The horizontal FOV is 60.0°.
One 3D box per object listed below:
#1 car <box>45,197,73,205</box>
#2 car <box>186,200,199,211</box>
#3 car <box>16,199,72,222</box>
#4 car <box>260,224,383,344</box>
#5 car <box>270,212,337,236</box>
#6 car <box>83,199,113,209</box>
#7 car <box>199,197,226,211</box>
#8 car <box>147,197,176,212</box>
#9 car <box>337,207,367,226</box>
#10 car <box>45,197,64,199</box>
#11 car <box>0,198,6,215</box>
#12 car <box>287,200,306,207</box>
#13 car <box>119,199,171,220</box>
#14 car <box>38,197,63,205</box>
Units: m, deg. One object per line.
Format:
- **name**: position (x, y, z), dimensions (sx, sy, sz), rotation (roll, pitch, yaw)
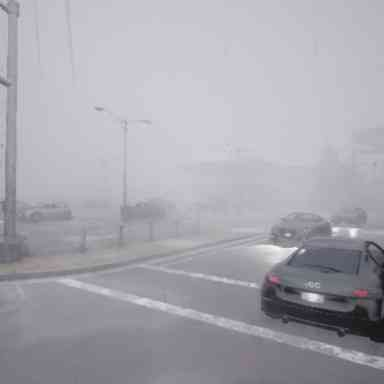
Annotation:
- **car**: position (-27.101, 1.819, 68.010), dimensions (2.152, 1.636, 5.027), rotation (0, -1, 35)
- **car**: position (0.820, 1.942, 48.162), dimensions (1.970, 1.475, 3.806), rotation (0, -1, 35)
- **car**: position (-11.304, 1.485, 25.445), dimensions (1.970, 1.475, 3.806), rotation (0, -1, 35)
- **car**: position (2.984, 1.592, 6.649), dimensions (1.994, 1.385, 4.181), rotation (0, -1, 36)
- **car**: position (5.330, 1.702, 16.096), dimensions (1.994, 1.385, 4.181), rotation (0, -1, 36)
- **car**: position (-13.800, 1.743, 49.048), dimensions (2.007, 1.523, 4.514), rotation (0, -1, 35)
- **car**: position (3.175, 1.658, 45.737), dimensions (1.905, 1.878, 3.866), rotation (0, -1, 35)
- **car**: position (-4.069, 1.566, 41.239), dimensions (1.932, 1.855, 4.605), rotation (0, -1, 35)
- **car**: position (12.228, 1.842, 25.707), dimensions (2.033, 1.411, 5.357), rotation (0, -1, 36)
- **car**: position (-21.911, 1.739, 54.884), dimensions (1.845, 1.501, 3.633), rotation (0, -1, 35)
- **car**: position (-16.716, 1.385, 28.908), dimensions (2.152, 1.636, 5.027), rotation (0, -1, 35)
- **car**: position (23.354, 2.512, 73.097), dimensions (4.611, 1.667, 2.242), rotation (0, -1, 35)
- **car**: position (-4.230, 1.653, 29.057), dimensions (2.007, 1.523, 4.514), rotation (0, -1, 35)
- **car**: position (-29.686, 1.820, 69.788), dimensions (2.007, 1.523, 4.514), rotation (0, -1, 35)
